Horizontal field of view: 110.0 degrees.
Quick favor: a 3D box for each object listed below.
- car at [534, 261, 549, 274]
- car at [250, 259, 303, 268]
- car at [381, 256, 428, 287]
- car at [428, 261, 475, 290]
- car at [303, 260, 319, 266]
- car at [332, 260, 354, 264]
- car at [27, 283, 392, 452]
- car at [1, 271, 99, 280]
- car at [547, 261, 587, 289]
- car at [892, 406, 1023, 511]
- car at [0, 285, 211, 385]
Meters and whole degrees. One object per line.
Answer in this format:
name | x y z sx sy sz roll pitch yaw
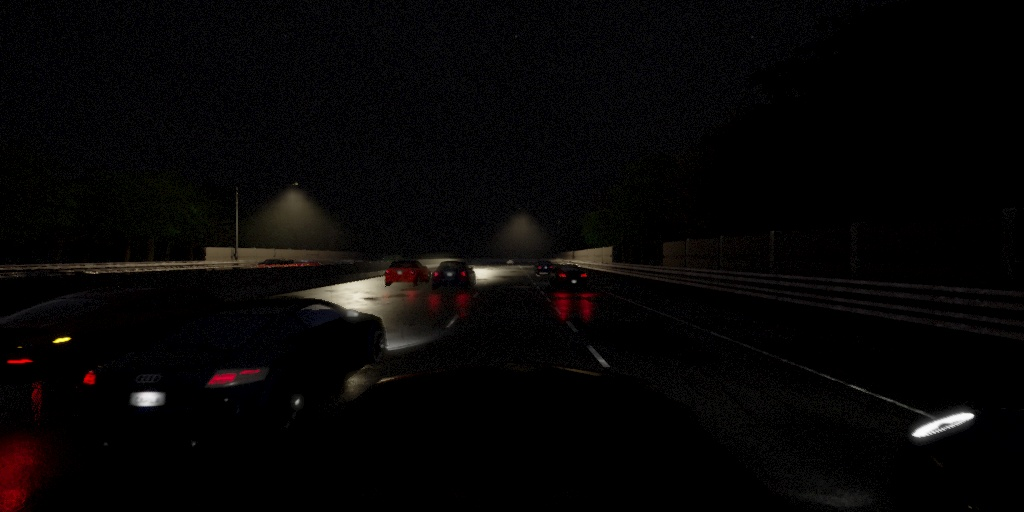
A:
car | 3.412 1.211 38.836 2.033 1.411 5.357 0 0 0
car | -21.259 1.044 32.063 2.097 1.767 4.553 0 0 0
car | -7.025 1.071 24.554 2.097 1.767 4.553 0 0 0
car | -3.514 1.078 22.304 2.097 1.767 4.553 0 0 0
car | -28.330 1.207 49.335 1.994 1.385 4.181 0 0 0
car | -24.848 1.248 53.217 1.895 1.301 4.718 0 0 0
car | -3.437 1.314 5.380 1.994 1.385 4.181 0 0 0
car | -17.674 1.293 13.510 2.033 1.411 5.357 0 0 0
car | 3.483 1.252 22.520 1.812 1.442 4.674 0 0 0
car | 3.586 1.102 0.454 2.097 1.767 4.553 0 0 0
car | -6.956 1.276 6.919 1.812 1.442 4.674 0 0 0
